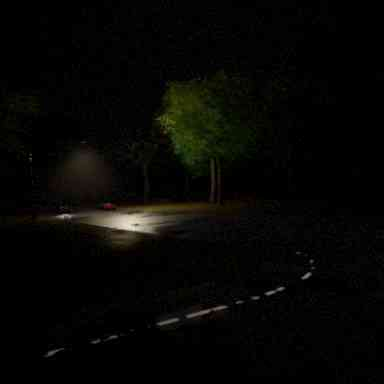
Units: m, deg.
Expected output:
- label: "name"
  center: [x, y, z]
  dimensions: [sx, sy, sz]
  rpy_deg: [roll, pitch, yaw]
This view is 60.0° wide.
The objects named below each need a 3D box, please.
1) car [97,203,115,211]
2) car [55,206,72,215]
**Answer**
- label: "car"
  center: [-15.155, 2.604, 58.431]
  dimensions: [1.994, 1.385, 4.181]
  rpy_deg: [-4, 1, -36]
- label: "car"
  center: [-21.368, 3.007, 55.191]
  dimensions: [2.033, 1.411, 5.357]
  rpy_deg: [-4, 1, -33]
